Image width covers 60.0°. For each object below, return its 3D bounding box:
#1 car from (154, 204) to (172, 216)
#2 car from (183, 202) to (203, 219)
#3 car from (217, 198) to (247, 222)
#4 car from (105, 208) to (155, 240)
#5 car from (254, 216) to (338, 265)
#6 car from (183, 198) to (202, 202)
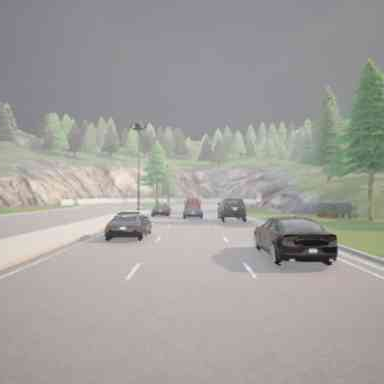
[{"bbox_3d":[-3.405,2.008,37.743,1.994,1.385,4.181,0,-1,0],"label":"car"},{"bbox_3d":[0.095,1.961,33.673,1.994,1.385,4.181,0,-1,0],"label":"car"},{"bbox_3d":[3.596,1.583,30.506,2.150,2.045,5.566,0,0,0],"label":"car"},{"bbox_3d":[-3.402,1.781,18.362,1.994,1.385,4.181,0,-1,0],"label":"car"},{"bbox_3d":[3.599,1.624,12.351,1.882,1.535,5.008,0,-1,0],"label":"car"},{"bbox_3d":[0.088,1.732,43.245,2.150,2.045,5.566,0,-1,0],"label":"car"}]
